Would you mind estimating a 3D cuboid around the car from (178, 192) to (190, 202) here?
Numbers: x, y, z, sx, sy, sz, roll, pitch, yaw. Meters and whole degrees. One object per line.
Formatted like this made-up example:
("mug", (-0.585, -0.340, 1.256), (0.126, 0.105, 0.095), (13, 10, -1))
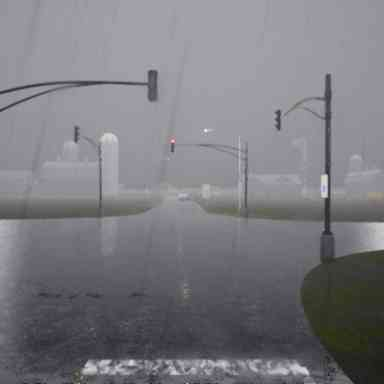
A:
("car", (-1.503, 1.261, 70.551), (1.812, 1.442, 4.674), (0, 0, -3))
